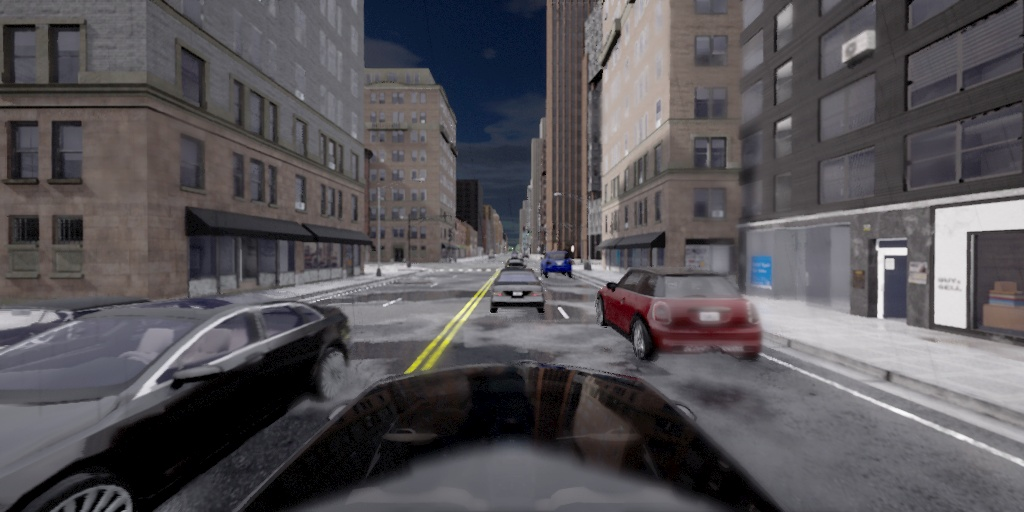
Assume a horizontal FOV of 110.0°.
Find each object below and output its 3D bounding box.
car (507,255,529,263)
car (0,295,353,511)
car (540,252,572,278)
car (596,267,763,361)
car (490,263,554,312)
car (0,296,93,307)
[{"bbox_3d":[0.310,0.933,30.066,1.837,1.490,4.892,0,1,0],"label":"car"},{"bbox_3d":[-3.341,1.220,3.494,2.128,1.511,4.902,0,1,0],"label":"car"},{"bbox_3d":[3.555,0.658,29.433,2.150,2.045,5.566,0,1,0],"label":"car"},{"bbox_3d":[3.392,1.029,8.243,2.097,1.767,4.553,0,1,0],"label":"car"},{"bbox_3d":[0.188,1.165,13.422,2.033,1.411,5.357,0,1,0],"label":"car"},{"bbox_3d":[-6.581,1.311,4.948,1.895,1.301,4.718,0,1,0],"label":"car"}]
